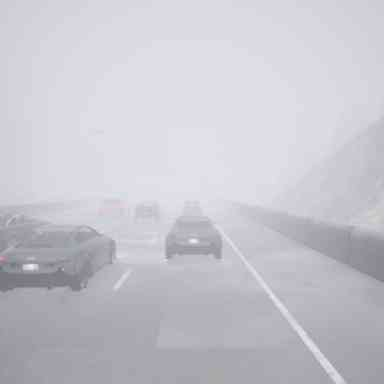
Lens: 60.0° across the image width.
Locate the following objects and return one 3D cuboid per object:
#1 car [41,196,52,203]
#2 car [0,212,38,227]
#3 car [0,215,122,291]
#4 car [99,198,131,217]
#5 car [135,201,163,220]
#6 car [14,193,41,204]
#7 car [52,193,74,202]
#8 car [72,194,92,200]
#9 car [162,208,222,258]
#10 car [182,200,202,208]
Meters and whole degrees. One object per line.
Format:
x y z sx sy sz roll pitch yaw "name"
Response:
-28.221 1.520 65.230 1.994 1.385 4.181 0 0 0 "car"
-6.939 1.488 12.614 2.128 1.511 4.902 0 0 0 "car"
-3.427 1.558 9.062 1.994 1.385 4.181 0 0 0 "car"
-7.002 1.325 30.587 2.097 1.767 4.553 0 0 0 "car"
-3.491 1.449 27.528 1.882 1.535 5.008 0 0 0 "car"
-31.716 1.201 63.501 2.150 2.045 5.566 0 0 0 "car"
-24.721 1.187 65.212 2.150 2.045 5.566 0 0 0 "car"
-21.222 1.433 65.294 1.882 1.535 5.008 0 0 0 "car"
0.052 1.548 12.762 1.994 1.385 4.181 0 0 0 "car"
-0.008 1.507 31.802 2.033 1.411 5.357 0 0 0 "car"
